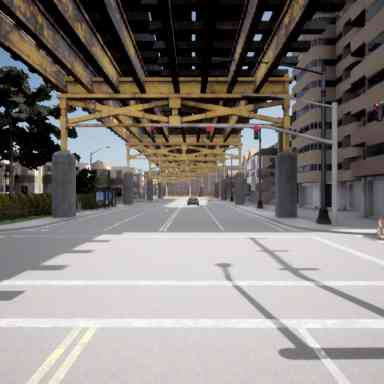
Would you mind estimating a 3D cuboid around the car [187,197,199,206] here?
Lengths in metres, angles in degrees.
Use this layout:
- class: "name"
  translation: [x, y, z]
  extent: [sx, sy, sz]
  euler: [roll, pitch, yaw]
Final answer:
- class: "car"
  translation: [0.188, 1.561, 56.209]
  extent: [1.994, 1.385, 4.181]
  euler: [0, 0, 0]
